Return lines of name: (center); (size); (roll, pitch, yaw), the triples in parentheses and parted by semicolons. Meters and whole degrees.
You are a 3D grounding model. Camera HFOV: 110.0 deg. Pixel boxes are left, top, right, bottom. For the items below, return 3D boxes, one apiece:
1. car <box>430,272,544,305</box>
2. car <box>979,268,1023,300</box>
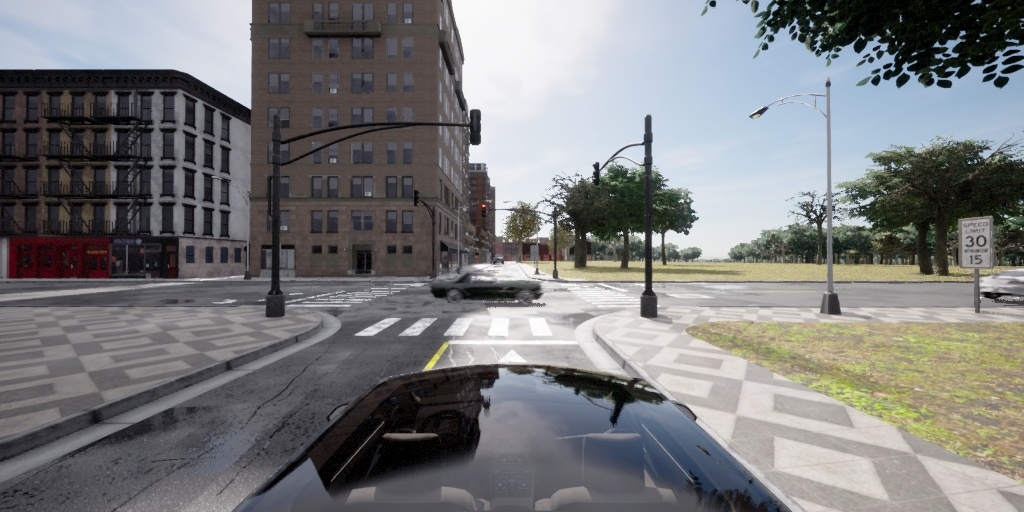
car: (-0.996, 1.359, 15.433); (4.718, 1.301, 1.895); (0, 0, 0)
car: (23.005, 1.256, 15.433); (4.674, 1.442, 1.812); (0, -1, 0)
